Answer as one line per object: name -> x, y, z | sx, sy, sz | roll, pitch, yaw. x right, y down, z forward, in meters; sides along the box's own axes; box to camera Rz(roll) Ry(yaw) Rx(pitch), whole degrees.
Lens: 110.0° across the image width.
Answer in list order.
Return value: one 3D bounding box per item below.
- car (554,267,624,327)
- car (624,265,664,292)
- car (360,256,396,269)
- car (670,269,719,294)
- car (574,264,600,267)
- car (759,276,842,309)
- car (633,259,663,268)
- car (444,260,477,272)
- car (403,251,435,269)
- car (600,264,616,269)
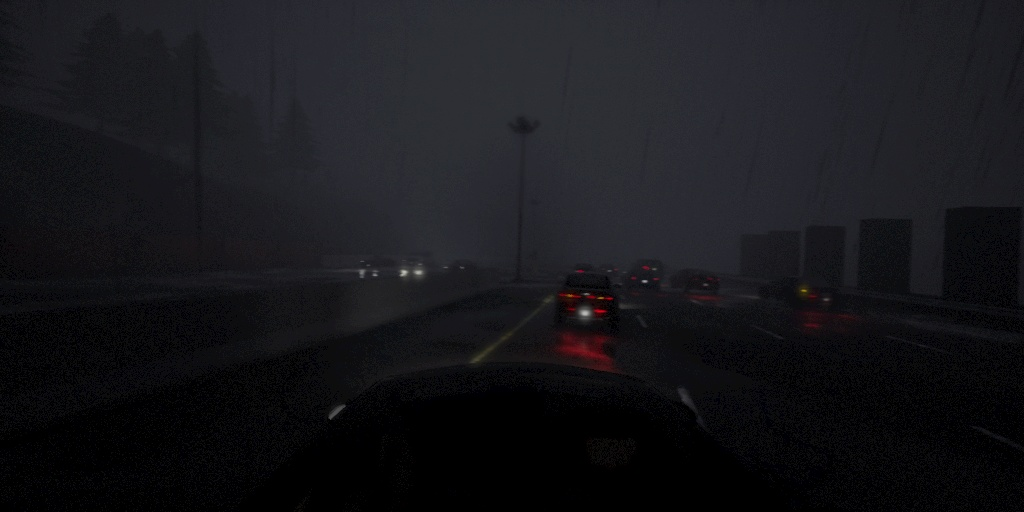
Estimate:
car -> 2.562, 1.308, 12.101 | 1.837, 1.490, 4.892 | 2, 0, 13
car -> 8.557, 1.546, 24.144 | 1.994, 1.385, 4.181 | 2, 0, 10
car -> -14.265, 0.645, 38.444 | 1.895, 1.301, 4.718 | 2, 0, 7
car -> 12.070, 1.595, 23.973 | 1.882, 1.535, 5.008 | 2, 0, 10
car -> 5.904, 1.360, 29.774 | 1.837, 1.490, 4.892 | 2, 0, 8
car -> 14.647, 1.766, 18.420 | 1.812, 1.442, 4.674 | 2, 0, 11
car -> 13.746, 1.351, 36.608 | 2.150, 2.045, 5.566 | 2, 1, 6
car -> -4.536, 1.046, 32.042 | 1.895, 1.301, 4.718 | 2, 0, 8
car -> -10.443, 0.405, 40.847 | 2.150, 2.045, 5.566 | 2, 0, 5
car -> 10.549, 1.553, 40.151 | 1.994, 1.385, 4.181 | 2, 0, 5
